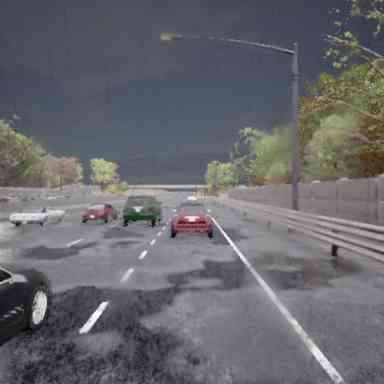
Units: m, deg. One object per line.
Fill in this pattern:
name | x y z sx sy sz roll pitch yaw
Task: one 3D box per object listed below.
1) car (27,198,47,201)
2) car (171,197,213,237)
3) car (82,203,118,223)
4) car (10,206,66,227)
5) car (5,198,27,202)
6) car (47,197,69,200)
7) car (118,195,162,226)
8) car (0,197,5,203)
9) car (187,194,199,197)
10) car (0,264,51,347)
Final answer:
car | -24.556 1.692 54.470 1.895 1.301 4.718 0 0 1
car | -0.009 1.368 18.222 2.097 1.767 4.553 0 0 0
car | -6.917 1.551 25.363 1.812 1.442 4.674 0 0 0
car | -10.410 1.625 22.908 1.895 1.301 4.718 0 0 0
car | -28.060 1.654 54.353 1.994 1.385 4.181 0 0 1
car | -21.079 1.592 53.774 1.837 1.490 4.892 0 0 1
car | -3.414 1.244 23.633 2.150 2.045 5.566 0 0 0
car | -31.553 1.569 54.184 1.882 1.535 5.008 0 0 0
car | -0.050 1.406 80.992 2.150 2.045 5.566 0 0 0
car | -3.405 1.509 3.983 1.837 1.490 4.892 0 0 0
